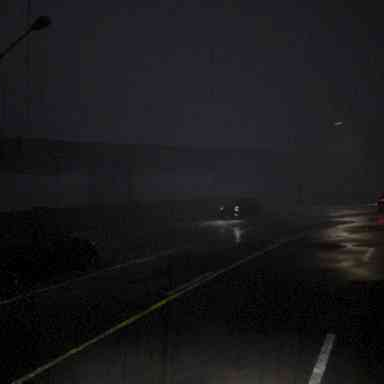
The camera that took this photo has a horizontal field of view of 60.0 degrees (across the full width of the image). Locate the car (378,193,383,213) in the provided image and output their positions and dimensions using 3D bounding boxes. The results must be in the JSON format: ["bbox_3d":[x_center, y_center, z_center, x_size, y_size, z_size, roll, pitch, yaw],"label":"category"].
[{"bbox_3d":[15.279,0.663,24.720,1.837,1.490,4.892,-6,-3,43],"label":"car"}]

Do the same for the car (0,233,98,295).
[{"bbox_3d":[-4.950,1.997,10.178,1.994,1.385,4.181,-4,-1,32],"label":"car"}]

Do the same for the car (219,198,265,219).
[{"bbox_3d":[4.302,1.326,28.618,2.097,1.767,4.553,-5,-2,43],"label":"car"}]

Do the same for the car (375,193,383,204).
[{"bbox_3d":[25.895,0.790,43.083,4.181,1.385,1.994,-1,-3,-34],"label":"car"}]
